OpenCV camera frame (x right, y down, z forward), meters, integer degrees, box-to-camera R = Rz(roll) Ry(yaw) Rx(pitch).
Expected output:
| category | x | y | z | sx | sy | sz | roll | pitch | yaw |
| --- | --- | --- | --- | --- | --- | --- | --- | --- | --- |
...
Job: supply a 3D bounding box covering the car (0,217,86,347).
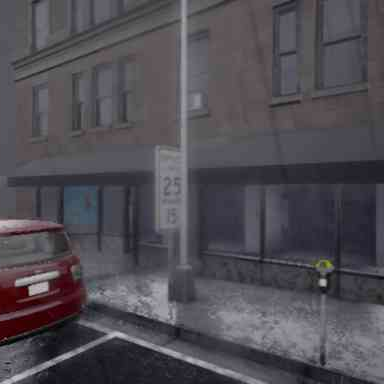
| category | x | y | z | sx | sy | sz | roll | pitch | yaw |
| --- | --- | --- | --- | --- | --- | --- | --- | --- | --- |
| car | -3.957 | 1.375 | 5.771 | 5.009 | 1.841 | 2.192 | -1 | 0 | 36 |
